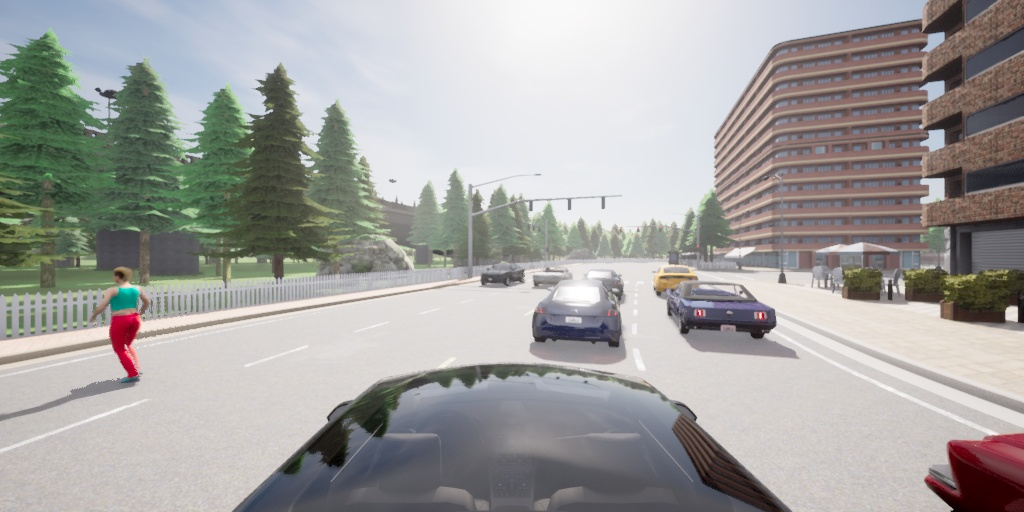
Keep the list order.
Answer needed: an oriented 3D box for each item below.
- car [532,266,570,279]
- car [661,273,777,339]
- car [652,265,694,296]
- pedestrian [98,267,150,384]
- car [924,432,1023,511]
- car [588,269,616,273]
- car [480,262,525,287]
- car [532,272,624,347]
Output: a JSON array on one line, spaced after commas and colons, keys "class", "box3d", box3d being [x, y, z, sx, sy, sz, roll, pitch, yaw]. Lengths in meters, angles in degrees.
[{"class": "car", "box3d": [2.809, 1.343, 24.098, 1.895, 1.301, 4.718, 0, 0, 20]}, {"class": "car", "box3d": [5.572, 1.348, 10.224, 1.895, 1.301, 4.718, 0, 0, 18]}, {"class": "car", "box3d": [8.594, 1.222, 19.064, 1.882, 1.535, 5.008, 0, 0, 19]}, {"class": "pedestrian", "box3d": [-6.122, 1.043, 5.674, 0.375, 1.860, 0.375, 0, 0, 9]}, {"class": "car", "box3d": [3.718, 1.351, 0.176, 1.895, 1.301, 4.718, 0, 0, -2]}, {"class": "car", "box3d": [4.374, 1.309, 17.471, 1.994, 1.385, 4.181, 0, 0, 19]}, {"class": "car", "box3d": [-0.543, 1.222, 25.122, 1.882, 1.535, 5.008, 0, 0, 20]}, {"class": "car", "box3d": [1.832, 1.312, 9.465, 1.994, 1.385, 4.181, 0, 0, 16]}]
